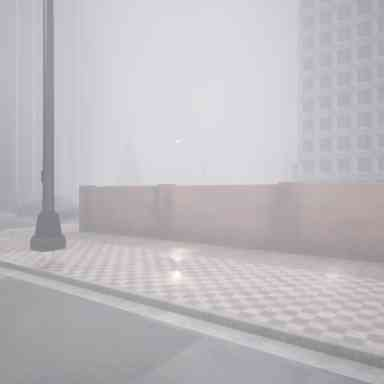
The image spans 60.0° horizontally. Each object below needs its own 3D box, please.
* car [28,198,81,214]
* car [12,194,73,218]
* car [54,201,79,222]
[{"bbox_3d":[-14.696,1.478,35.842,1.882,1.535,5.008,0,0,35],"label":"car"},{"bbox_3d":[-13.736,1.221,31.121,2.150,2.045,5.566,0,0,35],"label":"car"},{"bbox_3d":[-8.334,1.601,26.285,1.895,1.301,4.718,0,0,35],"label":"car"}]
